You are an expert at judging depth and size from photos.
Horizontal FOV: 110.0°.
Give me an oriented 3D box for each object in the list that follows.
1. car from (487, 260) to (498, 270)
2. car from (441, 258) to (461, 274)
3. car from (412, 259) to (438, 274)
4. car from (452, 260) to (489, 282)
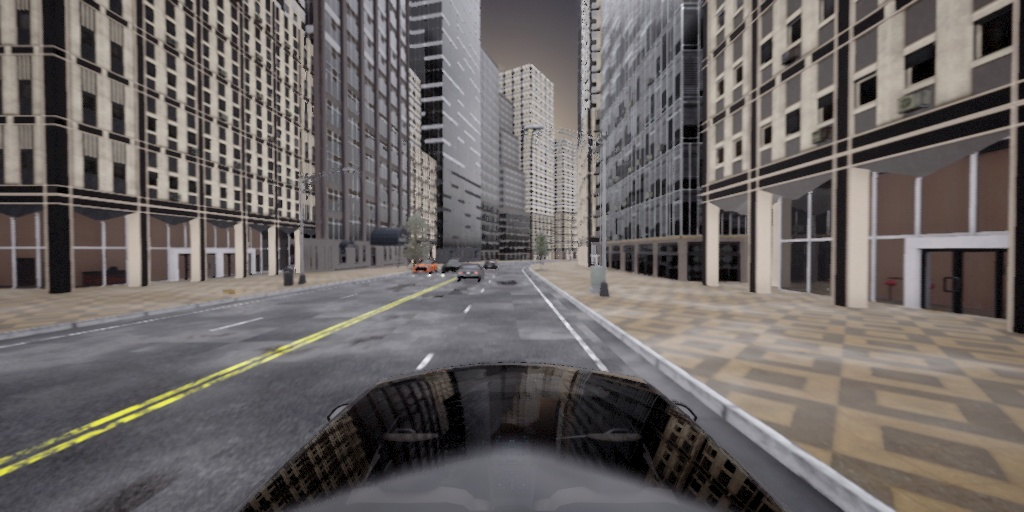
[{"bbox_3d":[-3.115,1.286,53.479,1.812,1.442,4.674,0,0,2],"label":"car"},{"bbox_3d":[-6.694,1.118,41.051,2.097,1.767,4.553,0,0,0],"label":"car"},{"bbox_3d":[-9.943,1.129,41.388,2.097,1.767,4.553,0,0,0],"label":"car"},{"bbox_3d":[-3.270,1.302,29.184,2.033,1.411,5.357,0,0,0],"label":"car"}]
